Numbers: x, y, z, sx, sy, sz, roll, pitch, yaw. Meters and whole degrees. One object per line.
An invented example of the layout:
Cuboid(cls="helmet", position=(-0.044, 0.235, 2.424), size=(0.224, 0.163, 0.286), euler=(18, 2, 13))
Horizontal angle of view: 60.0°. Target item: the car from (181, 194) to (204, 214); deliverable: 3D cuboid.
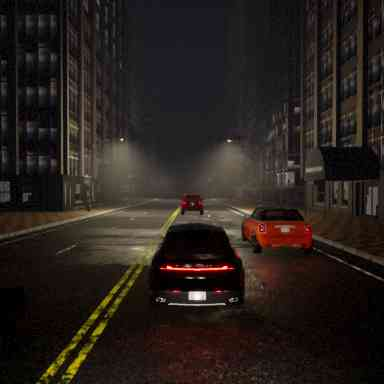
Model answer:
Cuboid(cls="car", position=(0.035, 1.198, 33.684), size=(2.150, 2.045, 5.566), euler=(0, 0, 0))

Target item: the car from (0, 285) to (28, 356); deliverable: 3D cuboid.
Cuboid(cls="car", position=(-3.356, 1.600, 2.695), size=(1.895, 1.301, 4.718), euler=(0, 0, 0))

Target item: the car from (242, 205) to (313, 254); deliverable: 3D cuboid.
Cuboid(cls="car", position=(3.304, 1.346, 13.709), size=(2.097, 1.767, 4.553), euler=(0, 0, 2))

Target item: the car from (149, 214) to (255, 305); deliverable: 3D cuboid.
Cuboid(cls="car", position=(0.084, 1.502, 8.029), size=(1.837, 1.490, 4.892), euler=(0, 0, 0))
